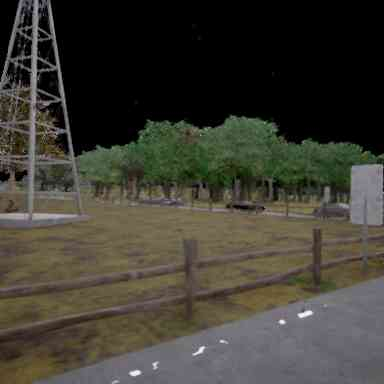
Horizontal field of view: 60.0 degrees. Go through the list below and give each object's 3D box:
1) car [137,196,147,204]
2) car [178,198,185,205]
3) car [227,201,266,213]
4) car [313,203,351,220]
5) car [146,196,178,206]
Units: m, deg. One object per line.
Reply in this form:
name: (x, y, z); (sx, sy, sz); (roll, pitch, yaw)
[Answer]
car: (-8.954, 1.586, 64.010); (2.128, 1.511, 4.902); (2, -1, -36)
car: (-2.917, 1.640, 55.638); (1.812, 1.442, 4.674); (2, -1, -35)
car: (6.181, 1.646, 37.904); (1.895, 1.301, 4.718); (2, -1, -35)
car: (12.696, 1.613, 28.777); (1.994, 1.385, 4.181); (2, -1, -35)
car: (-4.832, 1.529, 53.421); (2.128, 1.511, 4.902); (2, -1, -35)
